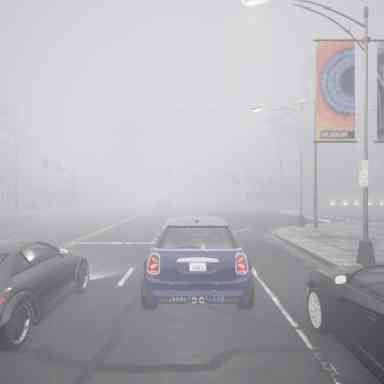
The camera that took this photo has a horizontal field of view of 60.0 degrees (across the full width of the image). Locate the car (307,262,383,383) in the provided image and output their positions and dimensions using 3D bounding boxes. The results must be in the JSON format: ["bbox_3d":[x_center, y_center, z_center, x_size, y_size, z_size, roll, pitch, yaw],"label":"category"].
[{"bbox_3d":[2.901,1.480,3.734,2.097,1.535,5.008,0,0,0],"label":"car"}]

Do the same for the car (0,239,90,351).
[{"bbox_3d":[-3.399,1.564,6.199,1.994,1.385,4.181,0,0,0],"label":"car"}]

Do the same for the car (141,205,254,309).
[{"bbox_3d":[0.101,1.352,8.018,2.097,1.767,4.553,0,0,0],"label":"car"}]

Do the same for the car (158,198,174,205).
[{"bbox_3d":[-3.391,1.547,43.576,2.033,1.411,5.357,0,0,0],"label":"car"}]
